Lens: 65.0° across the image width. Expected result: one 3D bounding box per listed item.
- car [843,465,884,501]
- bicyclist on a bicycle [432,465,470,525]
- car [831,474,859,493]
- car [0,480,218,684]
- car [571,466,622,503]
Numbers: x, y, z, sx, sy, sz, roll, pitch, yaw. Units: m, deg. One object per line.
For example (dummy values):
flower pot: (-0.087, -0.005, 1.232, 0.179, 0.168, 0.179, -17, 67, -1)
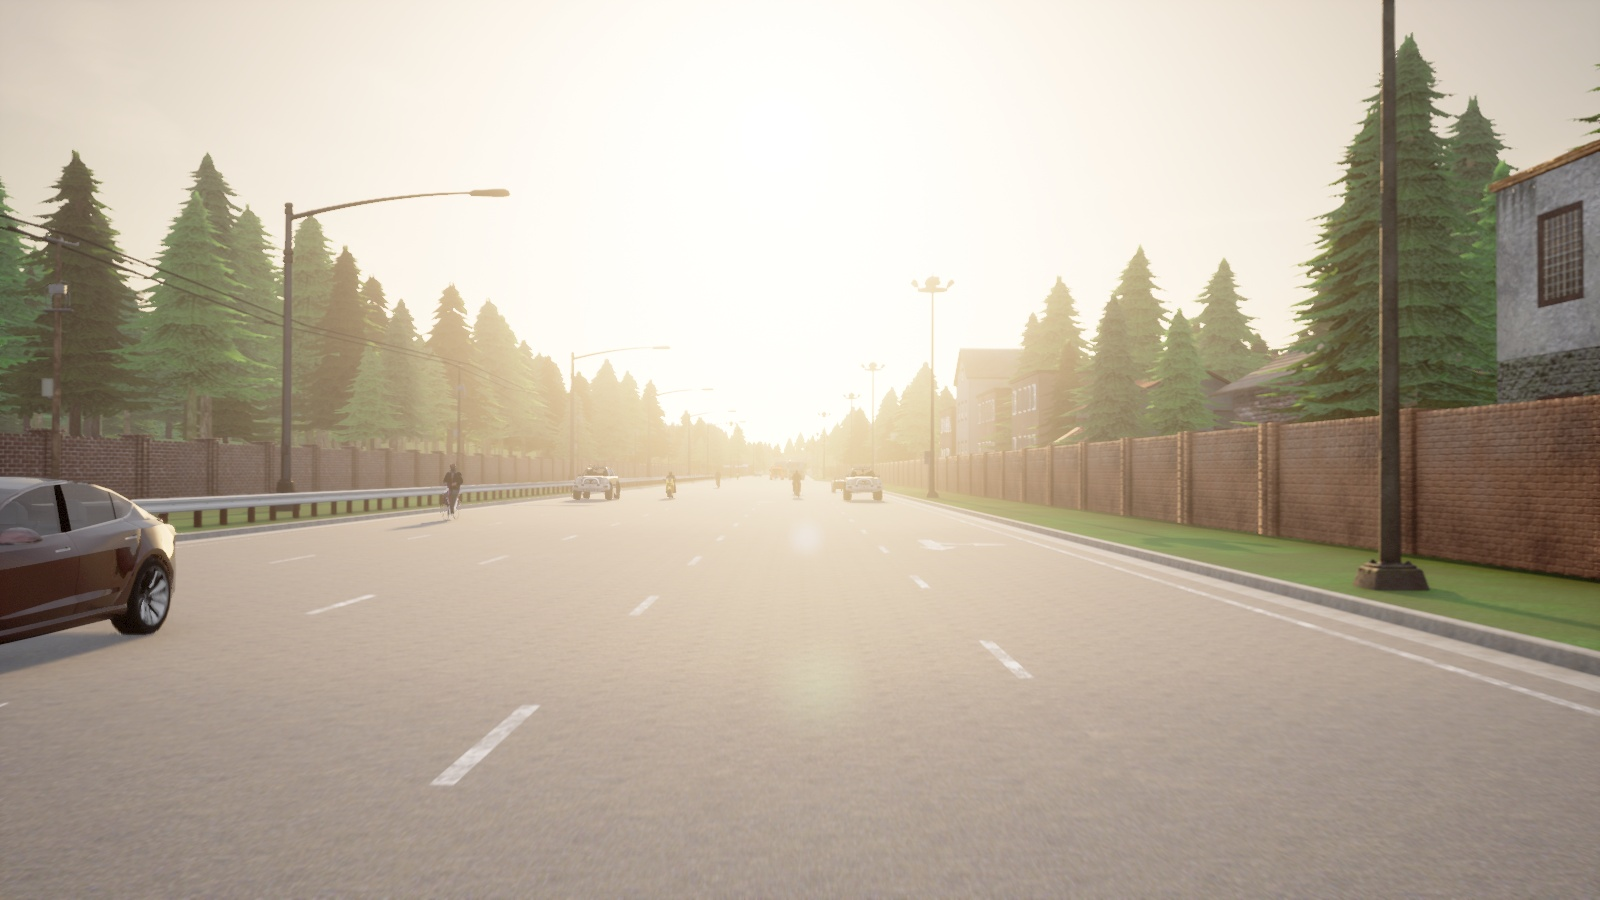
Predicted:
car: (3.334, 1.737, 66.832, 1.932, 1.855, 4.605, 0, -1, 0)
bicyclist on a bicycle: (-10.591, 1.366, 38.145, 0.659, 1.776, 1.843, 0, -1, 0)
car: (3.273, 2.439, 91.826, 1.895, 1.301, 4.718, 0, -1, 0)
car: (-7.026, 1.017, 10.426, 2.163, 1.488, 4.792, 0, -1, 0)
car: (-10.664, 1.782, 66.192, 1.932, 1.855, 4.605, 0, -1, 0)
